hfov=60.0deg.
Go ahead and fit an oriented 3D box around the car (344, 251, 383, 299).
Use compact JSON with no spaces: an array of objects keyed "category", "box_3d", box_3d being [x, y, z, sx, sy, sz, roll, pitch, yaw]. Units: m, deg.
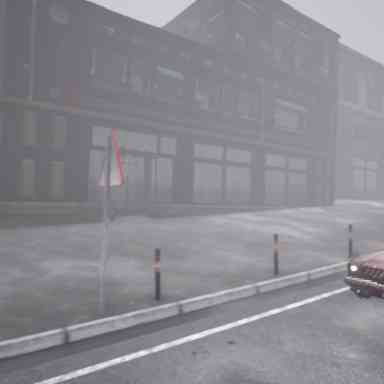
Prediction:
[{"category":"car","box_3d":[5.335,1.558,7.177,4.718,1.301,1.895,-1,1,-35]}]
